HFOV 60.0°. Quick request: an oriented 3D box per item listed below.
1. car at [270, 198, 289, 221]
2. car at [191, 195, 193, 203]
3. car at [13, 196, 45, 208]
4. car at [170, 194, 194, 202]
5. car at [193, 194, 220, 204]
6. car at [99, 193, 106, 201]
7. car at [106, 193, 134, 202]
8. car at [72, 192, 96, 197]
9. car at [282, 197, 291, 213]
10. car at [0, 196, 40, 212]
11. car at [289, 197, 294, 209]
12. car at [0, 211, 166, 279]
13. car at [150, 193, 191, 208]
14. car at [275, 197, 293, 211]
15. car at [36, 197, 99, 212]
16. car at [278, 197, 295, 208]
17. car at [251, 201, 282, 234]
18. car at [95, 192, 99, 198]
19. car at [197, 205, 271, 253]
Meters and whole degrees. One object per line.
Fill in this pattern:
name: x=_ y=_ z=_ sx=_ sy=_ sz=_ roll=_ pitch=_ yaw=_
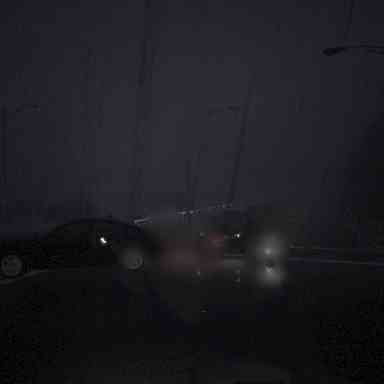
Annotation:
car: x=5.885 y=1.475 z=24.939 sx=2.128 sy=1.511 sz=4.902 roll=0 pitch=0 yaw=19
car: x=-2.402 y=1.052 z=44.651 sx=3.866 sy=1.878 sz=1.905 roll=0 pitch=0 yaw=18
car: x=-21.672 y=1.273 z=44.284 sx=3.633 sy=1.501 sz=1.845 roll=0 pitch=0 yaw=18
car: x=-2.065 y=1.257 z=68.682 sx=4.514 sy=1.523 sz=2.007 roll=0 pitch=0 yaw=18
car: x=1.693 y=1.125 z=56.772 sx=5.027 sy=1.636 sz=2.152 roll=0 pitch=0 yaw=19
car: x=-20.173 y=1.014 z=70.943 sx=3.866 sy=1.878 sz=1.905 roll=0 pitch=0 yaw=18
car: x=-13.771 y=1.046 z=65.311 sx=4.605 sy=1.855 sz=1.932 roll=0 pitch=0 yaw=18
car: x=-18.433 y=1.249 z=53.738 sx=4.514 sy=1.523 sz=2.007 roll=0 pitch=0 yaw=18
car: x=7.766 y=1.486 z=30.501 sx=1.837 sy=1.490 sz=4.892 roll=0 pitch=0 yaw=19
car: x=-15.098 y=1.356 z=29.404 sx=3.806 sy=1.475 sz=1.970 roll=0 pitch=0 yaw=19
car: x=9.808 y=1.544 z=36.539 sx=1.994 sy=1.385 sz=4.181 roll=0 pitch=0 yaw=19
car: x=-3.278 y=1.475 z=9.864 sx=5.008 sy=1.535 sz=1.882 roll=0 pitch=0 yaw=-15
car: x=-2.942 y=1.074 z=41.767 sx=4.605 sy=1.855 sz=1.932 roll=0 pitch=0 yaw=18
car: x=11.683 y=1.483 z=42.094 sx=1.837 sy=1.490 sz=4.892 roll=0 pitch=0 yaw=19
car: x=-9.021 y=1.356 z=24.205 sx=3.633 sy=1.501 sz=1.845 roll=0 pitch=0 yaw=18
car: x=13.567 y=1.468 z=47.669 sx=2.128 sy=1.511 sz=4.902 roll=0 pitch=0 yaw=19
car: x=3.972 y=1.490 z=19.294 sx=1.837 sy=1.490 sz=4.892 roll=0 pitch=0 yaw=19
car: x=-21.816 y=1.298 z=67.989 sx=3.806 sy=1.475 sz=1.970 roll=0 pitch=0 yaw=19
car: x=1.822 y=1.514 z=13.886 sx=1.812 sy=1.442 sz=4.674 roll=0 pitch=0 yaw=24
